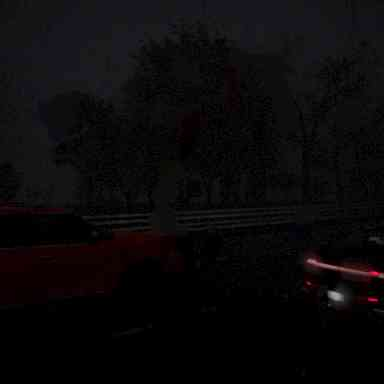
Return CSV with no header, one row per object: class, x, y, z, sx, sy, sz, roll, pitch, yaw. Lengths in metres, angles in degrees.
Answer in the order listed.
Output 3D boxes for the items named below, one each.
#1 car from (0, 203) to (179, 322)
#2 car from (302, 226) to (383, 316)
car,-2.924,1.213,5.942,5.566,2.045,2.150,0,0,-35
car,4.300,1.443,6.739,4.902,1.511,2.128,0,0,-35
